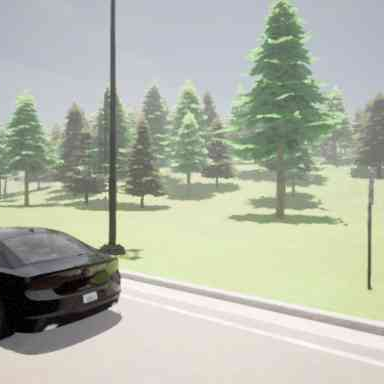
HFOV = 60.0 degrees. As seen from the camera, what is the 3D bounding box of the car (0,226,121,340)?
[{"bbox_3d":[-3.571,1.411,6.475,5.008,1.535,1.882,1,1,35],"label":"car"}]
